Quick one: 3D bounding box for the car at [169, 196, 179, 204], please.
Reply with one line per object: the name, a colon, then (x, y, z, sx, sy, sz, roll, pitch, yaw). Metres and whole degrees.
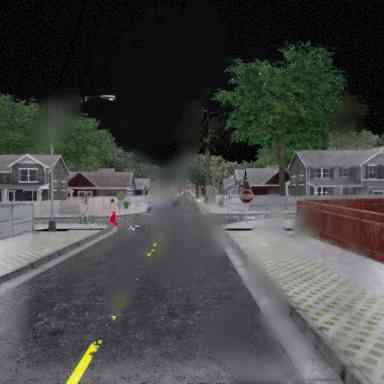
car: (-3.383, 1.500, 63.631, 1.812, 1.442, 4.674, 0, 0, 0)

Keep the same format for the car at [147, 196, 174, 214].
car: (-3.469, 1.466, 35.402, 1.882, 1.535, 5.008, 0, 0, 4)

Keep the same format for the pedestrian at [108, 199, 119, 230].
pedestrian: (-4.685, 1.289, 19.728, 0.375, 1.860, 0.375, 0, 0, -1)

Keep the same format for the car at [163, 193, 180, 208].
car: (-3.293, 1.202, 48.471, 2.150, 2.045, 5.566, 0, 0, 0)
